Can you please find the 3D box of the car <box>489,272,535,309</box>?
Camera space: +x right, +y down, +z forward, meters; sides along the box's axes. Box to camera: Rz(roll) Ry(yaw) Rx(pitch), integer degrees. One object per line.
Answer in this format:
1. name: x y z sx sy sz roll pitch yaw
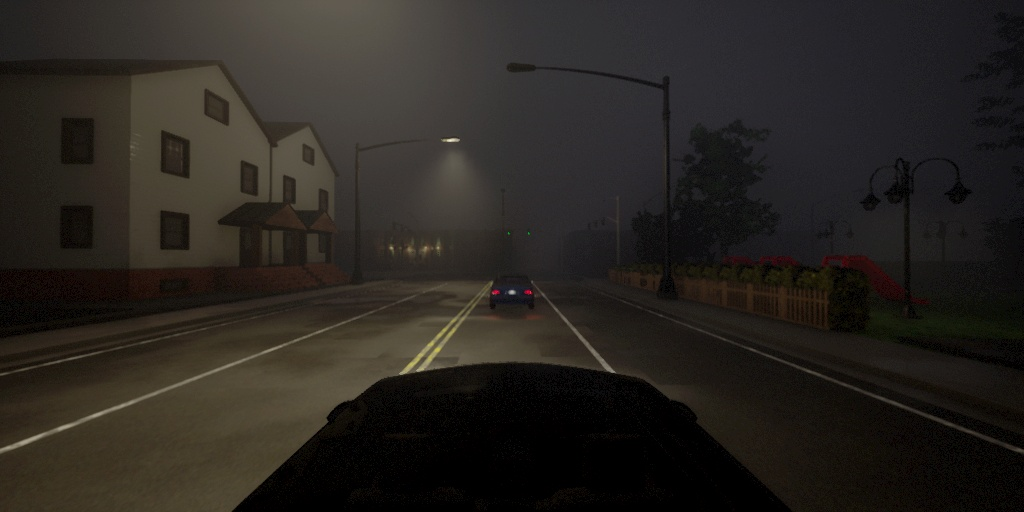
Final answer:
1. car: 0.002 1.430 15.841 2.033 1.411 5.357 0 -1 0
